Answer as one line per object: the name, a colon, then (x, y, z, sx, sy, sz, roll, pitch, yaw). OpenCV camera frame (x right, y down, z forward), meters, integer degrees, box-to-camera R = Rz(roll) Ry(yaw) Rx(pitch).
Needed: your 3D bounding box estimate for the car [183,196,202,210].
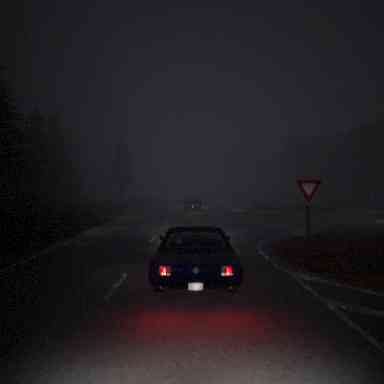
car: (0.086, 1.174, 36.206, 1.837, 1.490, 4.892, 0, 1, 0)

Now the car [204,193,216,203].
car: (2.956, 0.947, 55.498, 1.816, 1.474, 4.193, -6, 1, -2)

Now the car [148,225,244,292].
car: (0.079, 1.521, 8.639, 1.895, 1.301, 4.718, 0, 1, 0)
